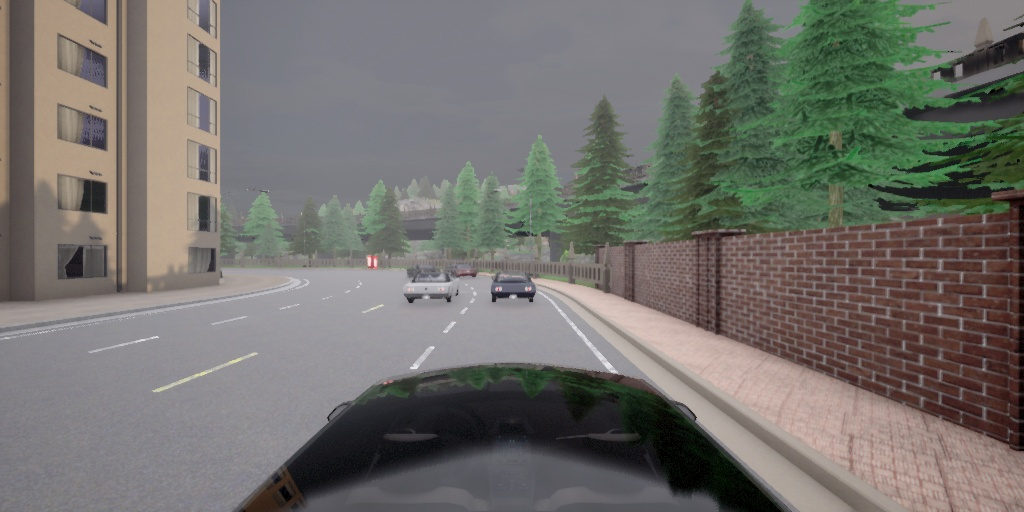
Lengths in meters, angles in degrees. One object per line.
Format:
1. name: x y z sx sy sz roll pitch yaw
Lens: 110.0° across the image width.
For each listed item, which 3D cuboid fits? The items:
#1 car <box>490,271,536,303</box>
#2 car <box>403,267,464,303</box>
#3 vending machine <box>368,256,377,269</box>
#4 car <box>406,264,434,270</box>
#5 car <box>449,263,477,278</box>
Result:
1. car: -0.038 1.366 16.765 1.895 1.301 4.718 0 0 -3
2. car: -3.535 1.366 16.608 1.895 1.301 4.718 0 0 -3
3. vending machine: -20.347 0.944 52.286 0.880 2.100 1.100 0 0 24
4. car: -7.923 1.366 31.665 1.895 1.301 4.718 0 0 -30
5. car: -4.871 1.322 33.380 1.994 1.385 4.181 0 0 -30
